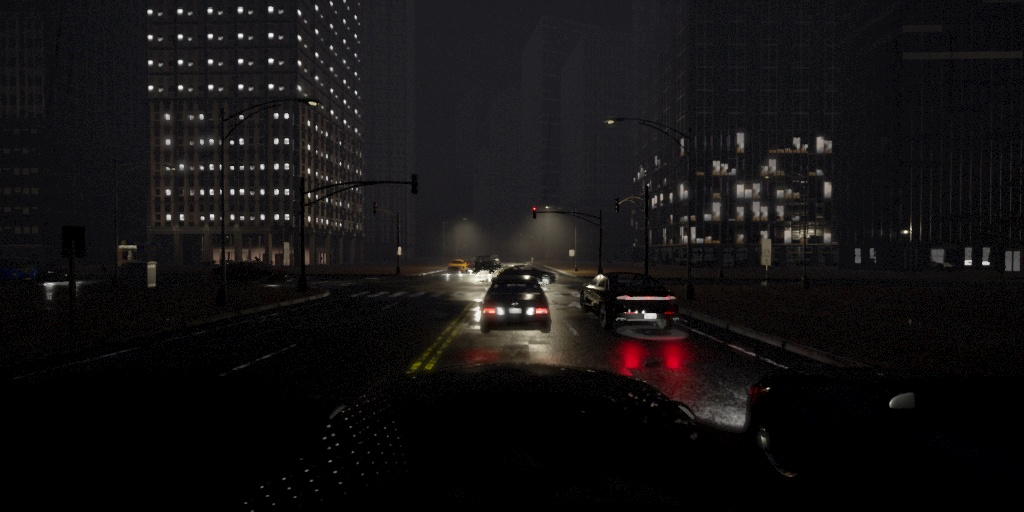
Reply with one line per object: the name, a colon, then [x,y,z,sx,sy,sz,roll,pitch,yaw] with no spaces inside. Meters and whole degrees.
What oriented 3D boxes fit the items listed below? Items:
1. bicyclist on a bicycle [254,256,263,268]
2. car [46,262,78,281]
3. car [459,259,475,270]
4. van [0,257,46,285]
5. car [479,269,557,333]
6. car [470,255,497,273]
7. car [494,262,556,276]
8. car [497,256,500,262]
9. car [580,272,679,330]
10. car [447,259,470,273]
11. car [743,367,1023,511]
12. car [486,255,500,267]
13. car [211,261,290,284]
bicyclist on a bicycle: [-24.665,0.868,34.704,0.582,1.620,1.656,0,1,1]
car: [-34.823,1.118,26.241,4.674,1.442,1.812,0,0,2]
car: [-6.535,1.223,52.618,1.812,1.442,4.674,0,0,0]
van: [-33.909,0.960,23.625,3.998,1.789,1.690,0,0,1]
car: [0.109,1.294,10.672,2.033,1.411,5.357,0,0,1]
car: [-3.299,0.938,42.882,2.150,2.045,5.566,0,0,0]
car: [1.060,1.325,25.463,4.181,1.385,1.994,0,0,1]
car: [-3.286,1.049,52.836,2.097,1.767,4.553,0,0,0]
car: [3.356,1.238,11.085,2.128,1.511,4.902,0,0,0]
car: [-6.548,1.193,43.206,1.882,1.535,5.008,0,0,0]
car: [3.354,1.314,1.928,1.994,1.385,4.181,0,0,0]
car: [-3.265,0.896,63.064,2.150,2.045,5.566,0,0,0]
car: [-18.729,1.146,25.814,5.008,1.535,1.882,0,0,2]
